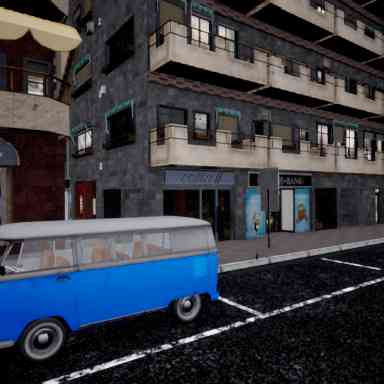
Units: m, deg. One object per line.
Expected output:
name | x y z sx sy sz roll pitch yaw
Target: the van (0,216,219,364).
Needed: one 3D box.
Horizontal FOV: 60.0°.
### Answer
van | -1.423 1.341 5.554 3.998 1.788 1.690 0 0 -35
